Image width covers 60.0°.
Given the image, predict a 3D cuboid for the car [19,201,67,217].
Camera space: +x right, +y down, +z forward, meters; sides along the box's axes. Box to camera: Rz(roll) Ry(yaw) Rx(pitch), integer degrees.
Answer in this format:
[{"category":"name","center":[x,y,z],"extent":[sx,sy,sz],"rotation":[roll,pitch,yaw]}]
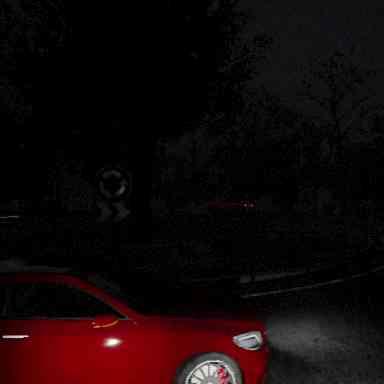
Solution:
[{"category":"car","center":[-14.207,1.563,31.846],"extent":[4.181,1.385,1.994],"rotation":[0,0,-39]}]

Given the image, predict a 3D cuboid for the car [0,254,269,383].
[{"category":"car","center":[-1.448,1.525,4.011],"extent":[4.674,1.442,1.812],"rotation":[0,0,-5]}]

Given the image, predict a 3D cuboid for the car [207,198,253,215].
[{"category":"car","center":[3.838,1.351,34.131],"extent":[4.553,1.767,2.097],"rotation":[0,0,31]}]
